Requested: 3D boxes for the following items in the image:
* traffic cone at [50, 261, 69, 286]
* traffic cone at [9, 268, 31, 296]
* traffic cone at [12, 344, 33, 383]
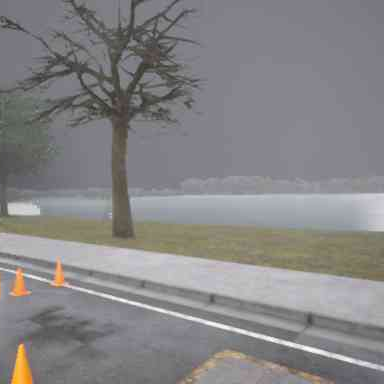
[{"bbox_3d":[-3.384,2.050,8.481,0.340,0.580,0.340,-1,-1,36],"label":"traffic cone"},{"bbox_3d":[-3.969,2.047,7.670,0.340,0.580,0.340,-1,-1,36],"label":"traffic cone"},{"bbox_3d":[-1.898,1.999,3.707,0.340,0.580,0.340,-1,-1,36],"label":"traffic cone"}]
